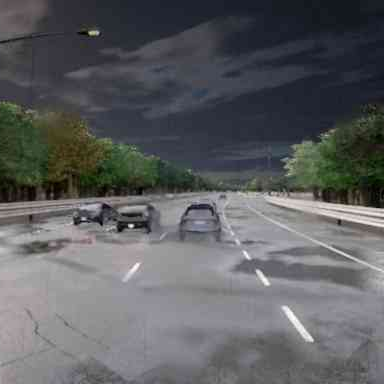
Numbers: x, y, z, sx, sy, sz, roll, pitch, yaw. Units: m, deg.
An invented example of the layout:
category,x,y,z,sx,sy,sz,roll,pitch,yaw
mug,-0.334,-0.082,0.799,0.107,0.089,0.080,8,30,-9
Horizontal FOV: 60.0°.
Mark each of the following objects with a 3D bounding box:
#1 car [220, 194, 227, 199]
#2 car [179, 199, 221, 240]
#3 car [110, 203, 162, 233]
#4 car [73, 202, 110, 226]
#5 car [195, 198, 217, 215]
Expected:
category,x,y,z,sx,sy,sz,roll,pitch,yaw
car,8.724,1.188,92.998,1.812,1.442,4.674,0,0,7
car,0.426,1.363,16.498,2.033,1.649,4.856,0,1,2
car,-2.937,1.416,19.101,1.837,1.490,4.892,0,1,3
car,-6.292,1.412,22.034,1.812,1.442,4.674,0,0,3
car,1.530,1.417,33.917,2.033,1.411,5.357,0,0,5
